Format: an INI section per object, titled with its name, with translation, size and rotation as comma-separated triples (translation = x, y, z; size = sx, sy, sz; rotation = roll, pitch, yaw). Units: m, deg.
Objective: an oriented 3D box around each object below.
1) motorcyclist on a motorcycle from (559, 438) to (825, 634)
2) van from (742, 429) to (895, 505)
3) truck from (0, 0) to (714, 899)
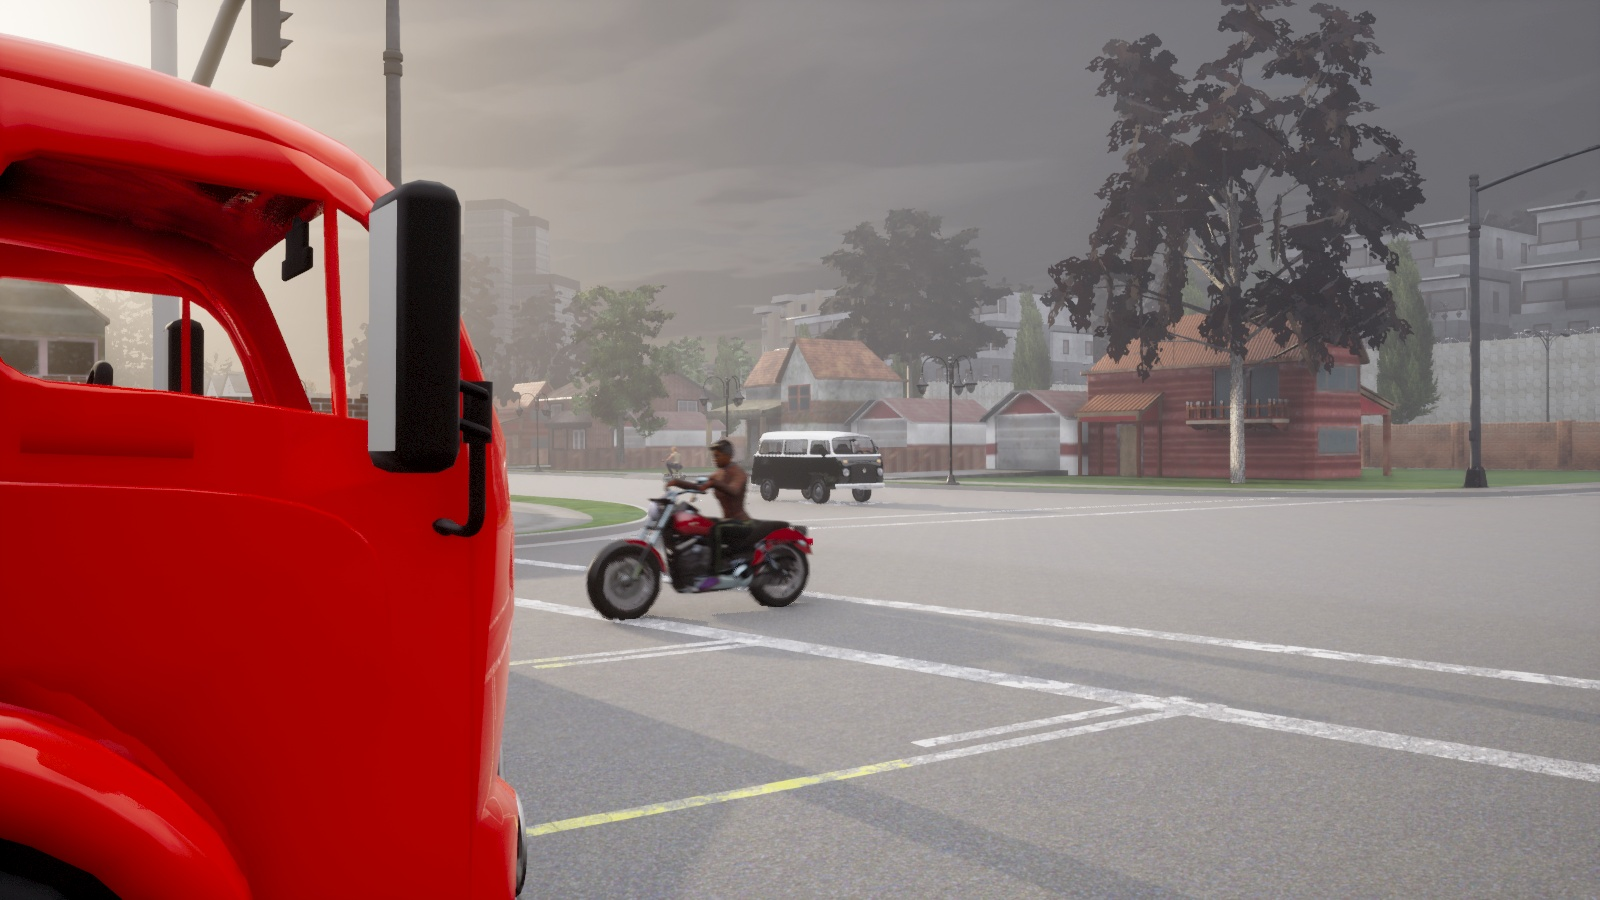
[motorcyclist on a motorcycle]
translation = -0.954, 0.717, 11.524
size = 2.350, 1.649, 0.766
rotation = 0, 0, -35
[van]
translation = 0.463, 0.464, 36.072
size = 2.069, 2.038, 4.480
rotation = -1, 0, -36
[truck]
translation = -3.027, 0.263, 1.582
size = 5.204, 2.467, 2.627
rotation = 0, 0, -34
